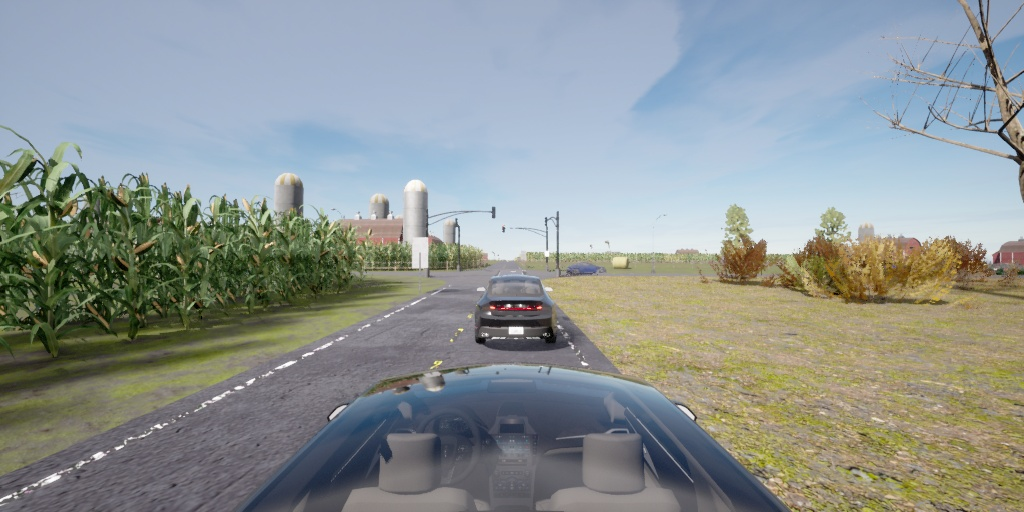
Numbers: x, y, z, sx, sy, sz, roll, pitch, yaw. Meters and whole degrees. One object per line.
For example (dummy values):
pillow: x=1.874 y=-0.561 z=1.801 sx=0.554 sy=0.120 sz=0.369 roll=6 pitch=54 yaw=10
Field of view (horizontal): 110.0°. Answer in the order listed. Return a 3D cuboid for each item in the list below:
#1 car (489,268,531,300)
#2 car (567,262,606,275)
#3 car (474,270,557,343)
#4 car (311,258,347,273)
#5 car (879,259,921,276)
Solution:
car: x=0.030 y=1.360 z=18.801 sx=1.895 sy=1.301 sz=4.718 roll=0 pitch=0 yaw=4
car: x=8.176 y=1.381 z=39.395 sx=4.181 sy=1.385 sz=1.994 roll=1 pitch=-1 yaw=-4
car: x=0.078 y=1.259 z=9.649 sx=1.837 sy=1.490 sz=4.892 roll=0 pitch=0 yaw=0
car: x=-19.787 y=0.931 z=37.635 sx=4.553 sy=1.767 sz=2.097 roll=0 pitch=-1 yaw=-3
car: x=45.448 y=1.390 z=42.178 sx=5.566 sy=2.045 sz=2.150 roll=1 pitch=-1 yaw=-5
